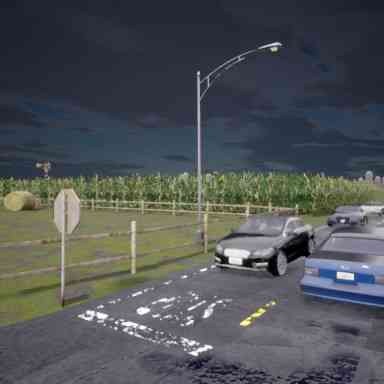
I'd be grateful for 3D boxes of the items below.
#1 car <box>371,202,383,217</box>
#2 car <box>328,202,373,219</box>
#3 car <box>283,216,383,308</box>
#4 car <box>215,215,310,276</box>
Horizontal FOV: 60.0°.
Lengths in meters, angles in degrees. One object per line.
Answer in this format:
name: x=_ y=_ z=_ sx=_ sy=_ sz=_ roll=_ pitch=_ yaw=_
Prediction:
car: x=17.284 y=1.605 z=31.851 sx=1.895 sy=1.301 sz=4.718 roll=-1 pitch=0 yaw=36
car: x=10.294 y=1.581 z=21.837 sx=1.994 sy=1.385 sz=4.181 roll=-1 pitch=0 yaw=35
car: x=4.172 y=1.548 z=8.011 sx=2.033 sy=1.411 sz=5.357 roll=-1 pitch=0 yaw=35
car: x=2.513 y=1.514 z=10.623 sx=2.128 sy=1.511 sz=4.902 roll=-1 pitch=0 yaw=35
